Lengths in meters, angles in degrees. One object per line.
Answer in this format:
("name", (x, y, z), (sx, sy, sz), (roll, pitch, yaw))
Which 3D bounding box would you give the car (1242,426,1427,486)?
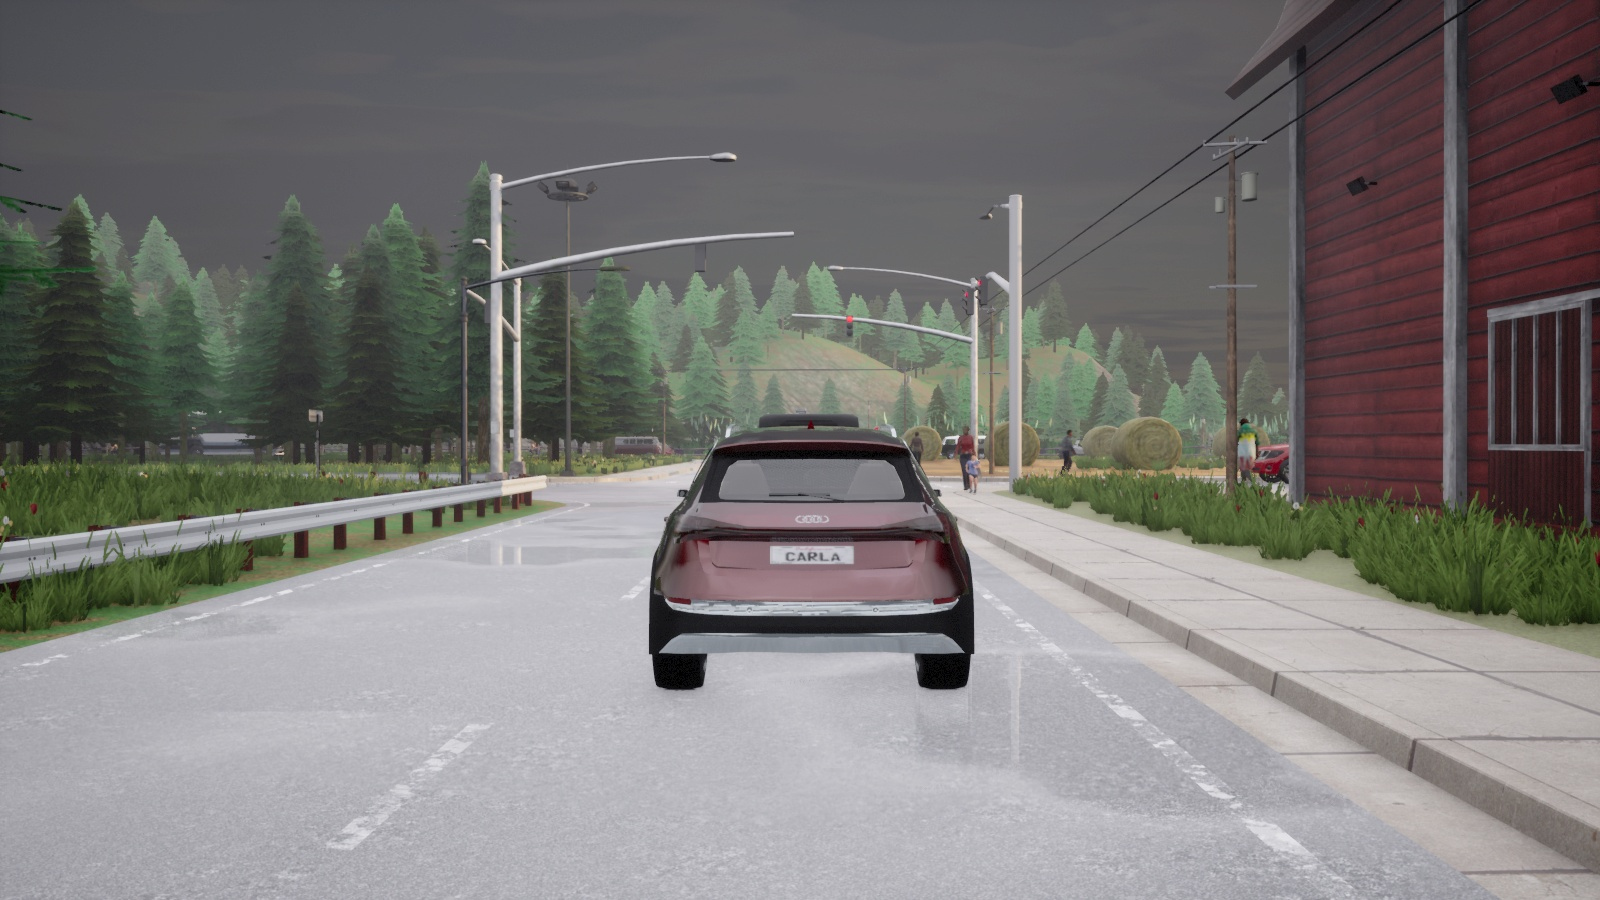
("car", (18.698, 0.201, 44.092), (5.566, 2.045, 2.150), (0, 0, -1))

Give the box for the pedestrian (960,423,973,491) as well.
("pedestrian", (4.579, 0.193, 34.521), (0.331, 1.846, 0.636), (0, 0, 4))

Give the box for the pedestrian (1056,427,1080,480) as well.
("pedestrian", (10.009, 0.125, 46.837), (0.788, 1.949, 0.423), (0, 0, -3))

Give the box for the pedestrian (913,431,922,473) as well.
("pedestrian", (5.071, 0.096, 54.186), (0.328, 1.805, 0.869), (0, 0, 9))

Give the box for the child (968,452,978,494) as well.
("child", (4.519, 0.599, 32.795), (0.255, 1.110, 0.394), (0, 0, 5))

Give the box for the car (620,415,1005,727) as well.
("car", (0.069, 0.625, 9.068), (2.033, 1.649, 4.856), (0, 0, 0))

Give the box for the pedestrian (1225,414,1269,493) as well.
("pedestrian", (11.193, 0.088, 31.486), (0.659, 1.952, 0.873), (0, 0, -13))

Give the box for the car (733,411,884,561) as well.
("car", (0.119, 0.442, 17.754), (1.905, 1.878, 3.866), (0, 0, 0))
